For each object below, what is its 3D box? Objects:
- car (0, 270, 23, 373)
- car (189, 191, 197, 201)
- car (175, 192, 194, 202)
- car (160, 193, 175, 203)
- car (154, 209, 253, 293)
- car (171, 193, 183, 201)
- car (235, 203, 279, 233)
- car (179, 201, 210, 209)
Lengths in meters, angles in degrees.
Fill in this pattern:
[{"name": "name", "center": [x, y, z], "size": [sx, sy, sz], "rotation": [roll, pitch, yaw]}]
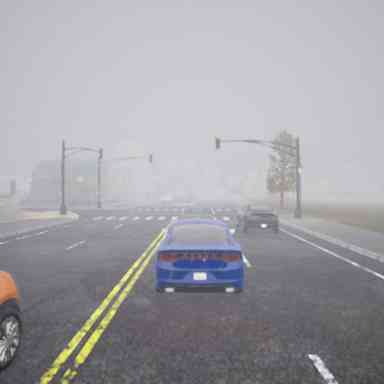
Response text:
[{"name": "car", "center": [-3.325, 1.335, 2.537], "size": [2.097, 1.767, 4.553], "rotation": [0, 0, 0]}, {"name": "car", "center": [-0.066, 0.892, 75.064], "size": [2.150, 2.045, 5.566], "rotation": [0, 0, 5]}, {"name": "car", "center": [-1.270, 1.206, 59.663], "size": [2.128, 1.511, 4.902], "rotation": [0, 0, 4]}, {"name": "car", "center": [-4.528, 1.245, 59.665], "size": [1.812, 1.442, 4.674], "rotation": [0, 0, 4]}, {"name": "car", "center": [0.169, 1.426, 8.745], "size": [1.882, 1.535, 5.008], "rotation": [0, 0, 0]}, {"name": "car", "center": [-3.315, 1.026, 75.199], "size": [2.097, 1.767, 4.553], "rotation": [0, 0, 5]}, {"name": "car", "center": [3.588, 1.396, 18.804], "size": [1.837, 1.490, 4.892], "rotation": [0, 0, 1]}, {"name": "car", "center": [0.326, 1.442, 18.558], "size": [2.033, 1.411, 5.357], "rotation": [0, 0, 1]}]
